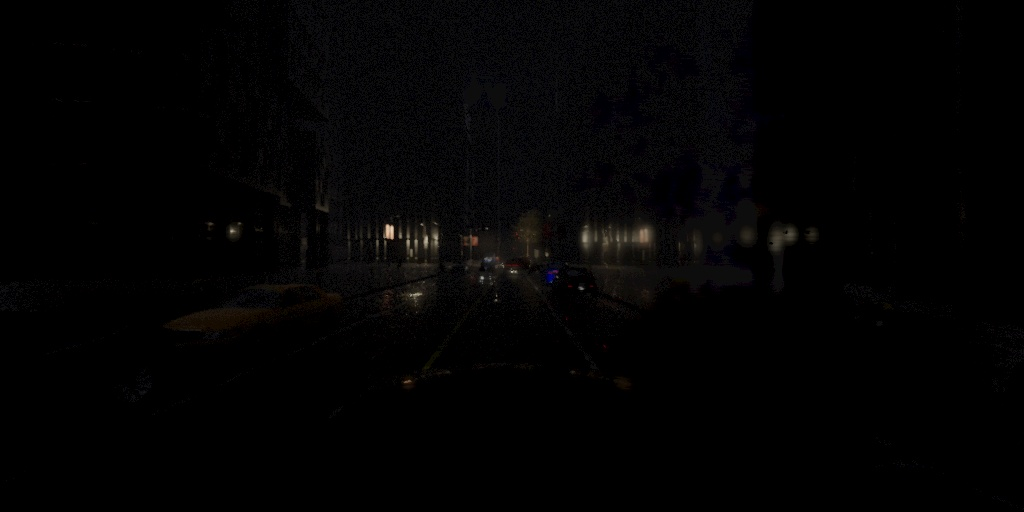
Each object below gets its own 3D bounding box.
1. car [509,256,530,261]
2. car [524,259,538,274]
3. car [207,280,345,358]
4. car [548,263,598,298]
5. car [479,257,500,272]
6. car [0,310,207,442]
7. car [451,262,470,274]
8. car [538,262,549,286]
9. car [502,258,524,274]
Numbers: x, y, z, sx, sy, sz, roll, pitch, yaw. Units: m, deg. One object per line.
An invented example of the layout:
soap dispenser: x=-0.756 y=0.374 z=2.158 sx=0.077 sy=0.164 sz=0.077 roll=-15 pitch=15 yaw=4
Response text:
car: x=2.296 y=1.113 z=53.151 sx=4.553 sy=1.767 sz=2.097 roll=1 pitch=0 yaw=-44
car: x=2.761 y=1.299 z=40.207 sx=2.007 sy=1.370 sz=4.403 roll=0 pitch=0 yaw=0
car: x=-5.763 y=1.274 z=8.546 sx=1.751 sy=1.417 sz=4.829 roll=0 pitch=0 yaw=0
car: x=3.148 y=1.272 z=18.502 sx=1.812 sy=1.442 sz=4.674 roll=0 pitch=0 yaw=0
car: x=-3.006 y=1.243 z=45.311 sx=2.128 sy=1.511 sz=4.902 roll=0 pitch=0 yaw=0
car: x=-5.763 y=1.316 z=3.426 sx=1.948 sy=1.339 sz=4.313 roll=0 pitch=0 yaw=0
car: x=-5.764 y=1.300 z=40.210 sx=2.007 sy=1.370 sz=4.403 roll=0 pitch=0 yaw=0
car: x=3.139 y=1.224 z=25.502 sx=1.882 sy=1.535 sz=5.008 roll=0 pitch=0 yaw=0
car: x=0.059 y=1.254 z=40.645 sx=1.837 sy=1.490 sz=4.892 roll=0 pitch=0 yaw=0
